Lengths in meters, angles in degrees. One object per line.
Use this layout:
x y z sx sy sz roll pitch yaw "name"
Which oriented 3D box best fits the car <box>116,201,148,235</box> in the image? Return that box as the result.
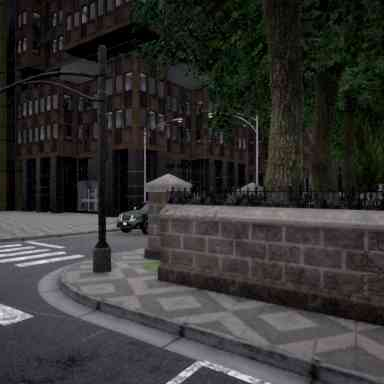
-2.385 1.584 22.008 2.150 2.045 5.566 0 -1 35 "car"
